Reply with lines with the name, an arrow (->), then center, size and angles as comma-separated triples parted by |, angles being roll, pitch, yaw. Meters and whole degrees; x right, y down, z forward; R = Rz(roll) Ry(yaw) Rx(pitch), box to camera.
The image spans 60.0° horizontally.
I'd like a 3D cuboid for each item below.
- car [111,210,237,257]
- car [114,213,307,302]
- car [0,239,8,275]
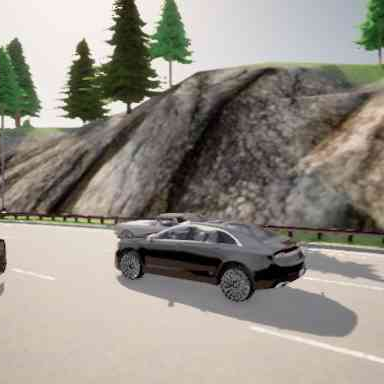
car -> -0.803, 1.484, 13.021 | 4.718, 1.301, 1.895 | 0, 1, 33
car -> 0.205, 1.413, 8.066 | 4.902, 1.511, 2.128 | 0, 1, 34
car -> -6.750, 1.437, 8.472 | 5.008, 1.535, 1.882 | 0, 0, 33
